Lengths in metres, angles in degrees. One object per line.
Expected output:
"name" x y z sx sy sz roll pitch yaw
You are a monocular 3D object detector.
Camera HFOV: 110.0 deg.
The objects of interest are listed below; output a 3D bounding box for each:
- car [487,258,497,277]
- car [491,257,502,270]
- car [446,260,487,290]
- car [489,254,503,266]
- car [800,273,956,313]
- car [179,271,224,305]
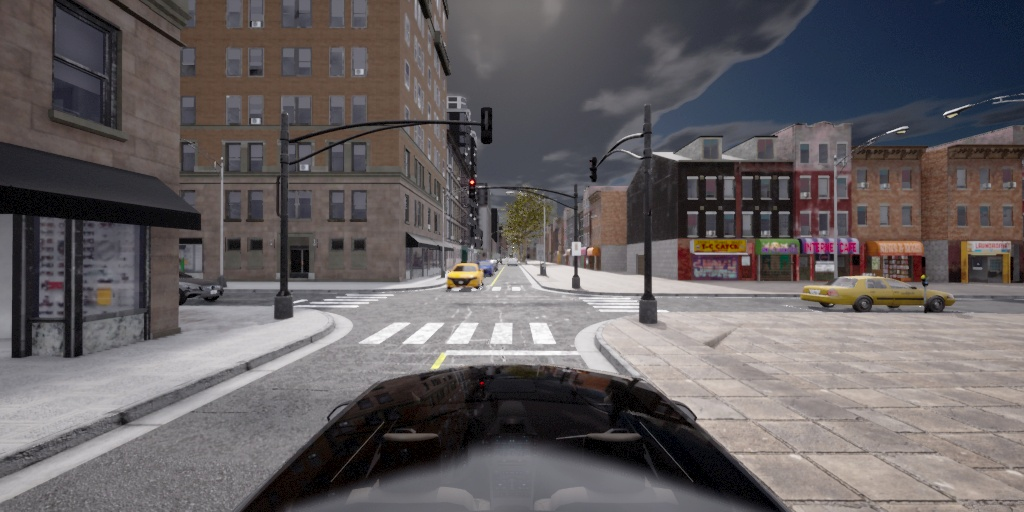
"car" -2.857 1.210 35.798 1.882 1.535 5.008 0 0 0
"car" -2.854 1.220 48.740 2.128 1.511 4.902 0 0 0
"car" -2.850 1.219 22.547 1.882 1.535 5.008 0 0 0
"car" -2.767 0.606 63.918 2.150 2.045 5.566 0 0 0
"car" 13.881 1.346 13.694 4.829 1.417 1.751 0 0 0
"car" -14.412 1.195 14.520 4.674 1.442 1.812 0 0 0
